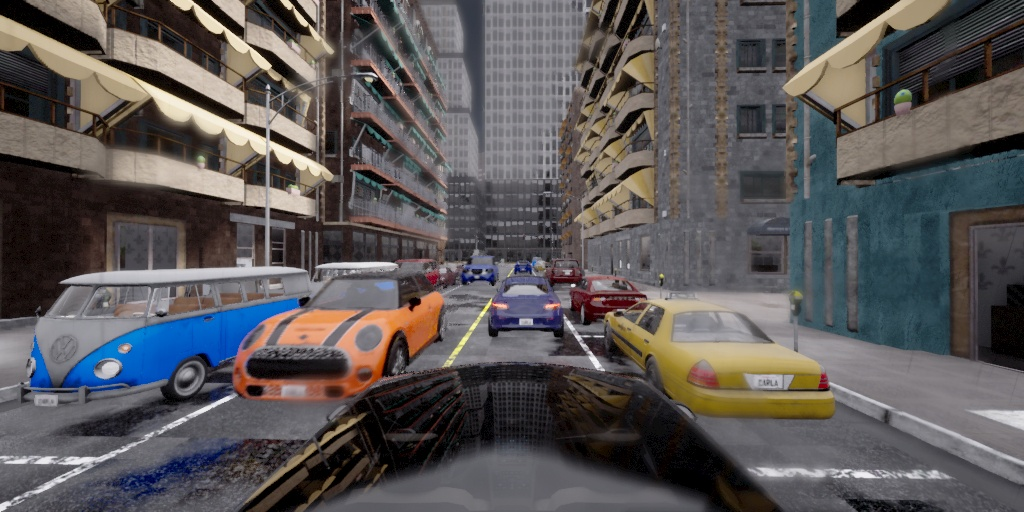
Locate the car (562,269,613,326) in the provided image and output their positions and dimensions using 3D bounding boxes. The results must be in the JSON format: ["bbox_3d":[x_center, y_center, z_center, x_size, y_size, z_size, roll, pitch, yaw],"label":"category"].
[{"bbox_3d":[2.896,1.297,11.519,1.888,1.381,4.507,0,0,2],"label":"car"}]

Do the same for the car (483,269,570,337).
[{"bbox_3d":[0.386,1.277,10.147,1.812,1.442,4.674,0,0,2],"label":"car"}]

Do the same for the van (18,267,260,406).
[{"bbox_3d":[-5.141,1.091,6.104,1.690,1.789,3.998,0,0,2],"label":"van"}]

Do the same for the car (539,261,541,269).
[{"bbox_3d":[3.381,1.284,28.603,1.751,1.417,4.829,0,0,2],"label":"car"}]

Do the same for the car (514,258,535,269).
[{"bbox_3d":[1.230,1.242,39.877,1.882,1.535,5.008,0,0,2],"label":"car"}]

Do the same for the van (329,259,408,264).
[{"bbox_3d":[-4.981,1.093,11.742,1.690,1.789,3.998,0,0,2],"label":"van"}]

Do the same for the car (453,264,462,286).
[{"bbox_3d":[-4.661,1.338,23.018,1.802,1.307,4.207,0,0,2],"label":"car"}]

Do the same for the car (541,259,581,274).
[{"bbox_3d":[3.216,1.071,22.795,2.192,1.841,5.009,0,0,2],"label":"car"}]

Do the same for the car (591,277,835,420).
[{"bbox_3d":[2.741,1.276,6.051,1.751,1.417,4.829,0,0,2],"label":"car"}]

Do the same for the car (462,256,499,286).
[{"bbox_3d":[-2.131,0.979,25.303,2.150,2.045,5.566,0,0,2],"label":"car"}]

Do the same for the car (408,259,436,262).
[{"bbox_3d":[-4.821,1.068,17.380,2.192,1.841,5.009,0,0,2],"label":"car"}]

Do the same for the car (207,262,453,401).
[{"bbox_3d":[-2.656,1.104,6.714,2.097,1.767,4.553,0,0,2],"label":"car"}]

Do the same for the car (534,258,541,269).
[{"bbox_3d":[3.861,1.294,45.517,1.751,1.417,4.829,0,0,2],"label":"car"}]
